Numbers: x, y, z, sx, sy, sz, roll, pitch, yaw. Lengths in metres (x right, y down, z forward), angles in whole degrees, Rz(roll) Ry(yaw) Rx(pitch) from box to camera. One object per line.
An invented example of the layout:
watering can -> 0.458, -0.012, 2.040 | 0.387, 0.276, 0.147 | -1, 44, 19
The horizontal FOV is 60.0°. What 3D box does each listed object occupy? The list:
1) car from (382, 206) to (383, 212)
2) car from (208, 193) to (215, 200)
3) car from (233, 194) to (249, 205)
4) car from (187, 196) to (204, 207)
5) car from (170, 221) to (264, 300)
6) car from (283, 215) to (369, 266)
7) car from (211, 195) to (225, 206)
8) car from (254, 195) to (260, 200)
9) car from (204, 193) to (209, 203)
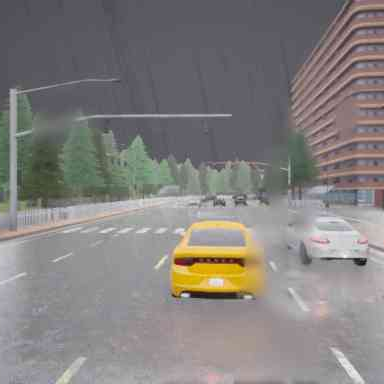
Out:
car -> 22.452, 1.560, 34.514 | 4.892, 1.490, 1.837 | 0, 0, 5
car -> 4.400, 1.225, 80.842 | 2.150, 2.045, 5.566 | 0, 0, 17
car -> 8.193, 1.505, 56.960 | 1.837, 1.490, 4.892 | 0, 0, 5
car -> 0.400, 1.526, 49.975 | 1.812, 1.442, 4.674 | 0, 0, 5
car -> 0.657, 1.478, 8.488 | 1.882, 1.535, 5.008 | 0, 0, 5
car -> 4.436, 1.526, 11.521 | 1.812, 1.442, 4.674 | 0, 0, 5
car -> 4.573, 1.601, 55.637 | 1.895, 1.301, 4.718 | 0, 0, 5
car -> 19.046, 1.525, 91.534 | 4.902, 1.511, 2.128 | 0, 0, -45
car -> 2.058, 1.525, 68.989 | 1.812, 1.442, 4.674 | 0, 0, 5
